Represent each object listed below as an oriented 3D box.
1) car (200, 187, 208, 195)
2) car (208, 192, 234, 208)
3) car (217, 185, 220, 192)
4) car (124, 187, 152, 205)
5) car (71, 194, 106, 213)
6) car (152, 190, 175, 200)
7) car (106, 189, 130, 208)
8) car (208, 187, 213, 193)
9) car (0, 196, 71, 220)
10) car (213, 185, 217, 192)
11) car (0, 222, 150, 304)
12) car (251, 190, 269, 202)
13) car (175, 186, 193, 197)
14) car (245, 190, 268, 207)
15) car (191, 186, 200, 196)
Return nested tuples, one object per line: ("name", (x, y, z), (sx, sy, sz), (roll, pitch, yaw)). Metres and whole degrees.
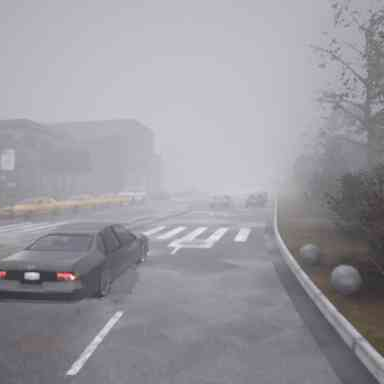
("car", (1.513, -0.141, 76.654), (2.231, 1.521, 4.892), (0, 1, 15))
("car", (3.151, 0.933, 34.522), (1.895, 1.301, 4.718), (0, 1, 15))
("car", (5.914, -0.549, 94.023), (1.946, 1.575, 5.366), (0, 1, 14))
("car", (-7.418, 0.441, 40.705), (2.435, 2.045, 5.566), (0, 1, 14))
("car", (-10.169, 0.945, 29.719), (1.946, 1.575, 5.366), (0, 1, 14))
("car", (-4.742, 0.473, 51.426), (2.163, 1.488, 4.792), (0, 1, 14))
("car", (-8.828, 0.820, 35.078), (1.946, 1.575, 5.366), (0, 1, 14))
("car", (3.234, -0.300, 83.306), (1.946, 1.575, 5.366), (0, 1, 14))
("car", (-11.518, 1.072, 24.365), (1.946, 1.575, 5.366), (0, 1, 14))
("car", (4.626, -0.552, 88.872), (2.185, 1.767, 4.553), (0, 1, 14))
("car", (-2.526, 1.474, 8.329), (2.033, 1.411, 5.357), (0, 1, 6))
("car", (9.548, 0.522, 46.352), (2.128, 1.511, 4.902), (0, 1, 14))
("car", (-2.049, 0.195, 62.179), (2.231, 1.521, 4.892), (0, 1, 14))
("car", (6.920, 0.837, 36.018), (1.994, 1.385, 4.181), (0, 1, 15))
("car", (-0.720, -0.181, 67.498), (2.435, 2.045, 5.566), (0, 1, 14))
